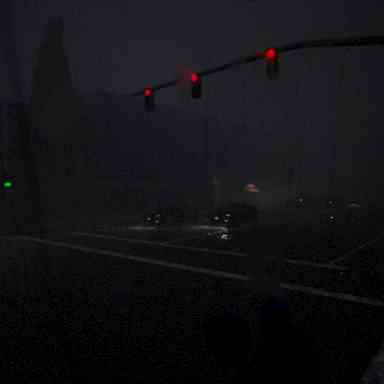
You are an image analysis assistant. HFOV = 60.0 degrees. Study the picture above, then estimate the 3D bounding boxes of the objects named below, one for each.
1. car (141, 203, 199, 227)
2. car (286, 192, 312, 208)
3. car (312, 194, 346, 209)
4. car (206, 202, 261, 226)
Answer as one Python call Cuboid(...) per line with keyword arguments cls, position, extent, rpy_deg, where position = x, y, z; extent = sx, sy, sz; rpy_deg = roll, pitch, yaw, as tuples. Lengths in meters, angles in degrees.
Cuboid(cls="car", position=(-1.400, 1.462, 22.339), extent=(1.994, 1.385, 4.181), rpy_deg=(-1, 0, 41))
Cuboid(cls="car", position=(12.731, 0.862, 38.565), extent=(2.097, 1.767, 4.553), rpy_deg=(-1, 0, 41))
Cuboid(cls="car", position=(15.060, 0.980, 35.911), extent=(1.837, 1.490, 4.892), rpy_deg=(-1, 1, 41))
Cuboid(cls="car", position=(2.782, 1.376, 21.818), extent=(1.994, 1.385, 4.181), rpy_deg=(-1, 0, 41))
